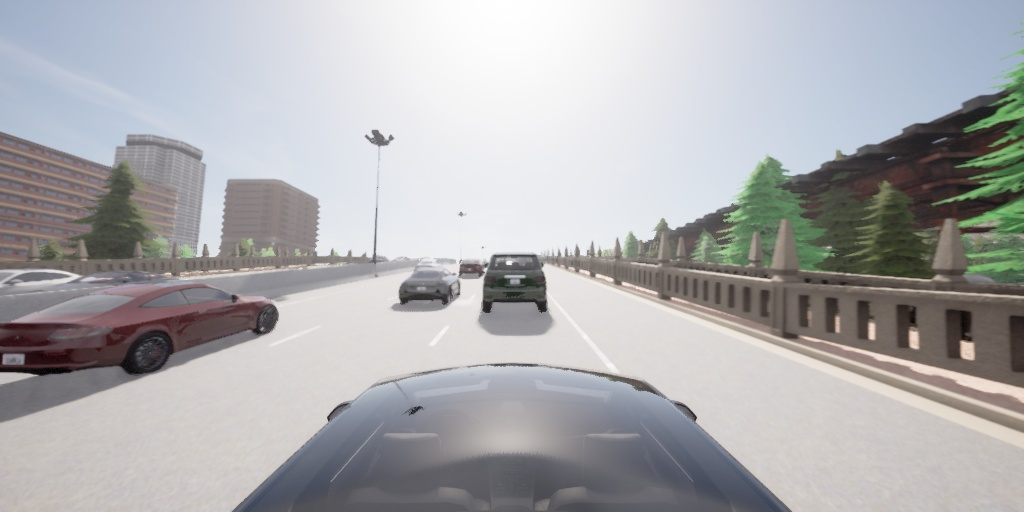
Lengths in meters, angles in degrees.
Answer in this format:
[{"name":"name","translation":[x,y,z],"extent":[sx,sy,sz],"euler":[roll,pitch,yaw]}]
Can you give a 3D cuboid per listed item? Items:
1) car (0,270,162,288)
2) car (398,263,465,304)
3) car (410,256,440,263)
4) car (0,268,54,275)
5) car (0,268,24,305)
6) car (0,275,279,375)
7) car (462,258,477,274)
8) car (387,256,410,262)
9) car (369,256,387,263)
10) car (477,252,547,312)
[{"name":"car","translation":[-14.106,1.221,12.730],"extent":[1.994,1.385,4.181],"euler":[0,1,0]},{"name":"car","translation":[-3.410,1.176,15.522],"extent":[1.994,1.385,4.181],"euler":[0,1,0]},{"name":"car","translation":[-6.922,0.978,30.357],"extent":[1.812,1.442,4.674],"euler":[0,1,0]},{"name":"car","translation":[-17.606,1.189,12.631],"extent":[1.812,1.442,4.674],"euler":[0,1,0]},{"name":"car","translation":[-21.105,1.231,12.671],"extent":[1.994,1.385,4.181],"euler":[0,1,0]},{"name":"car","translation":[-6.912,1.234,7.276],"extent":[1.812,1.442,4.674],"euler":[0,1,0]},{"name":"car","translation":[-3.422,0.914,31.392],"extent":[1.882,1.535,5.008],"euler":[0,1,0]},{"name":"car","translation":[-17.573,0.743,57.186],"extent":[2.033,1.411,5.357],"euler":[0,0,1]},{"name":"car","translation":[-21.080,0.703,57.212],"extent":[1.837,1.490,4.892],"euler":[0,0,1]},{"name":"car","translation":[0.092,0.849,13.739],"extent":[2.150,2.045,5.566],"euler":[0,1,0]}]
